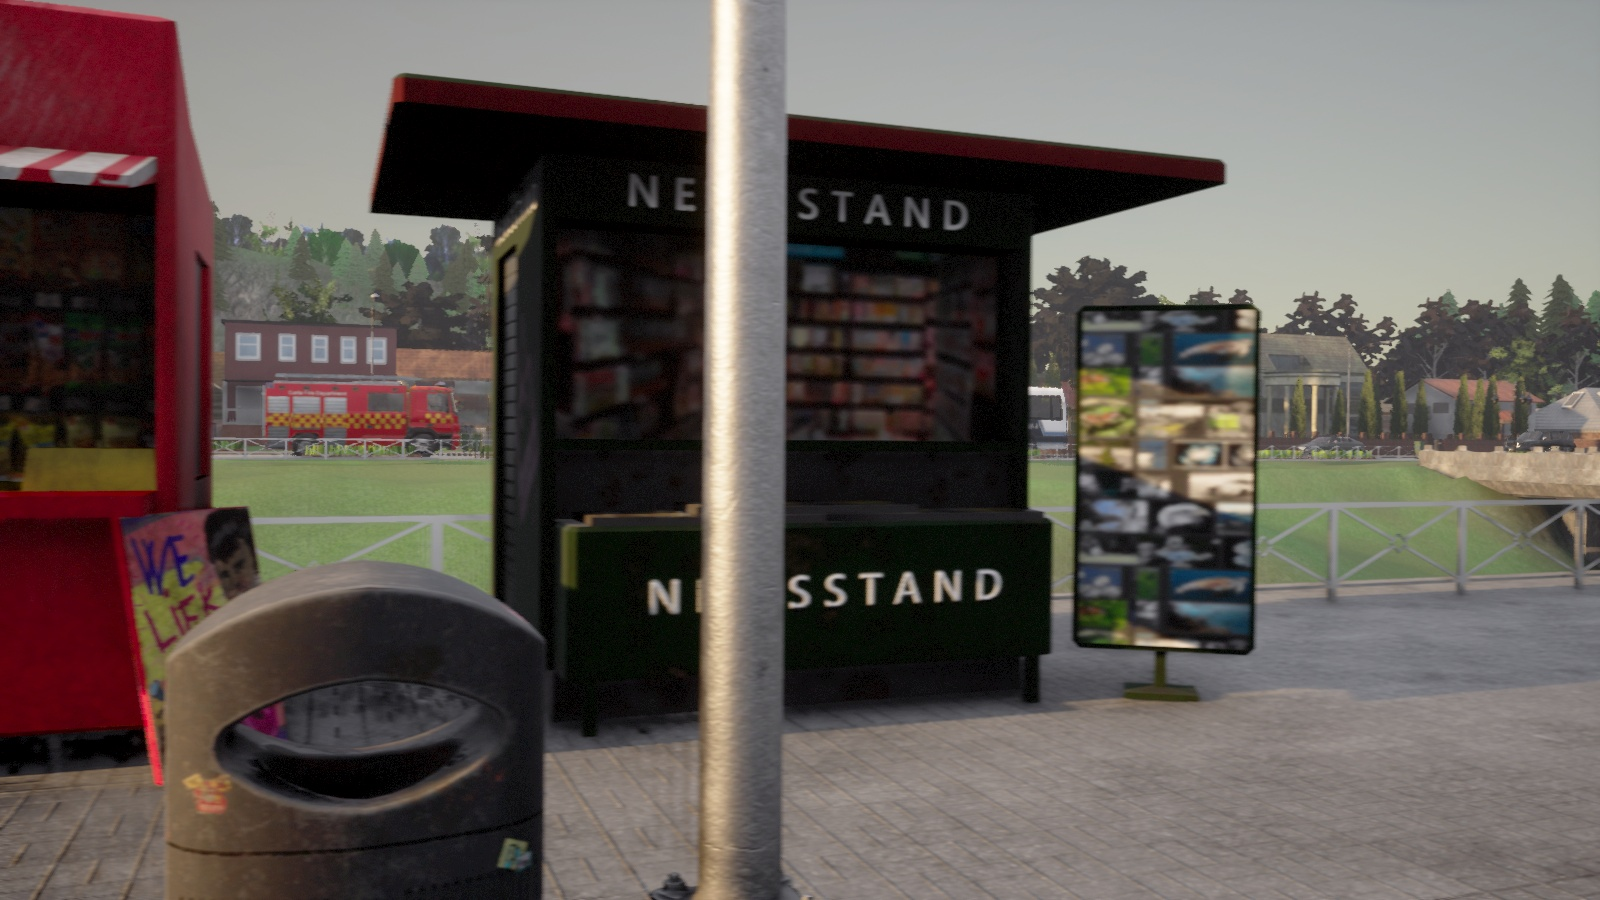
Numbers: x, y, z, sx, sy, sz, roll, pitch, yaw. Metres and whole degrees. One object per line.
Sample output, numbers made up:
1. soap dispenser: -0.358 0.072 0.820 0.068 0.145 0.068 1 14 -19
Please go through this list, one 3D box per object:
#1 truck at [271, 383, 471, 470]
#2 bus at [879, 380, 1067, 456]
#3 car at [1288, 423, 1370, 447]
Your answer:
1. truck: -19.744 -1.097 57.983 8.468 3.827 2.891 -1 1 -21
2. bus: 10.135 -1.886 73.595 10.273 4.253 3.944 -1 1 -21
3. car: 34.985 -0.975 83.039 4.902 1.511 2.128 -1 1 -21
